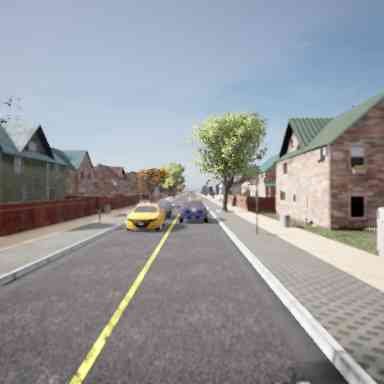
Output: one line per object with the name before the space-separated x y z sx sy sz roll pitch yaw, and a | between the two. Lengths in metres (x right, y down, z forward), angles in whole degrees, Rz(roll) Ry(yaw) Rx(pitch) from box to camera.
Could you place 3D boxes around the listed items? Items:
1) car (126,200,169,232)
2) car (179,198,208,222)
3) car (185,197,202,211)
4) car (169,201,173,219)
car | -2.698 1.460 20.308 1.882 1.535 5.008 0 0 1
car | 0.142 1.332 25.868 2.097 1.767 4.553 0 0 1
car | 0.189 1.442 40.584 1.882 1.535 5.008 0 0 0
car | -2.657 1.466 28.781 2.128 1.511 4.902 0 0 0
